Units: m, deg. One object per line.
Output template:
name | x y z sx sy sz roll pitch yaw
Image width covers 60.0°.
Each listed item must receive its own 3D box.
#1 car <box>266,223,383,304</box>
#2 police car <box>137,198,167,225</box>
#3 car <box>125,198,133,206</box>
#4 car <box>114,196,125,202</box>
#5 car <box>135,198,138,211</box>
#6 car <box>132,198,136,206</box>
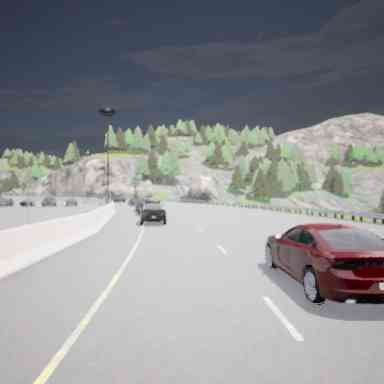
car | 3.276 1.500 8.280 1.882 1.535 5.008 0 0 -3
police car | -2.955 1.515 25.211 1.930 1.638 5.238 0 0 -8
car | -10.162 1.764 59.390 2.033 1.411 5.357 0 0 -19
car | -16.271 1.647 75.037 1.994 1.385 4.181 0 0 -26
car | -4.690 1.631 35.183 1.837 1.490 4.892 0 0 -11
car | -6.008 1.654 41.180 1.837 1.490 4.892 0 0 -13
